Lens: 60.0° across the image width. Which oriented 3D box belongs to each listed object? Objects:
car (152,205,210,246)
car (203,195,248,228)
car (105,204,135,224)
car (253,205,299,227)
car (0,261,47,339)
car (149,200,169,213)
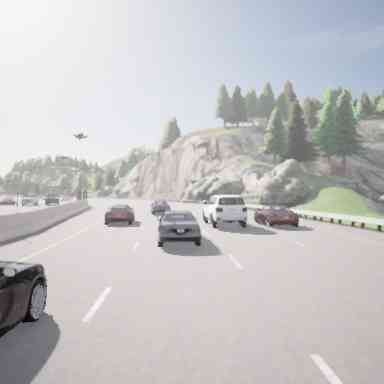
[{"bbox_3d":[-0.665,1.550,15.394,2.033,1.411,5.357,0,0,-5],"label":"car"},{"bbox_3d":[2.105,1.218,22.400,2.150,2.045,5.566,0,0,-7],"label":"car"},{"bbox_3d":[-5.288,1.576,24.686,1.994,1.385,4.181,0,0,-8],"label":"car"},{"bbox_3d":[5.579,1.554,22.529,1.994,1.385,4.181,0,0,-7],"label":"car"},{"bbox_3d":[-3.554,1.485,4.141,1.882,1.535,5.008,0,0,-1],"label":"car"},{"bbox_3d":[-3.313,1.556,34.391,2.033,1.411,5.357,0,0,-11],"label":"car"}]
